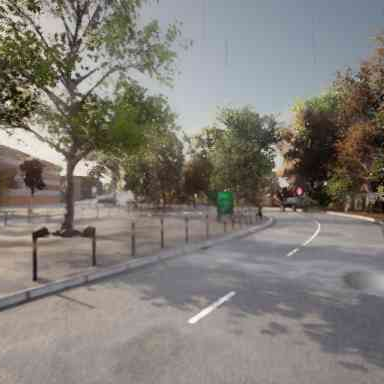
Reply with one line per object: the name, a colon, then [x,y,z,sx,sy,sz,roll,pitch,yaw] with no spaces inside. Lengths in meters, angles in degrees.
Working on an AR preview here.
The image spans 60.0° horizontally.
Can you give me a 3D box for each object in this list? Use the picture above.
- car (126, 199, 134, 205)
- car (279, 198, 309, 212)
car: [-16.349,2.675,88.164,1.994,1.385,4.181,0,-1,-15]
car: [14.995,1.849,48.965,2.150,2.045,5.566,0,-1,-13]
